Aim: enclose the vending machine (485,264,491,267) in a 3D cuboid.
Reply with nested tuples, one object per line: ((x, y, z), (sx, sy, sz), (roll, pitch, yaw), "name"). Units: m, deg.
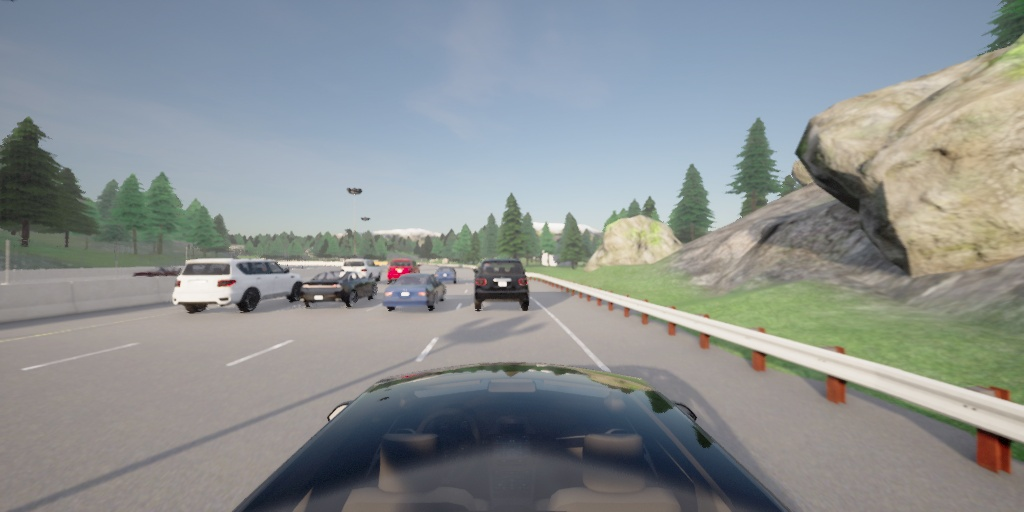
((-4.193, 1.612, 63.479), (1.100, 2.100, 0.880), (0, 0, -17), "vending machine")

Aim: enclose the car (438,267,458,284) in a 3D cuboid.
((-5.719, 1.618, 31.205), (2.033, 1.411, 5.357), (0, -1, -8), "car")

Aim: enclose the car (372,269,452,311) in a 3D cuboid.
((-4.005, 1.447, 15.397), (2.033, 1.411, 5.357), (0, -1, -4), "car")

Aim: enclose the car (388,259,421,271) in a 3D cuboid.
((-9.197, 1.293, 30.813), (2.150, 2.045, 5.566), (0, 0, -8), "car")

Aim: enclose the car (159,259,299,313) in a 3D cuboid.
((-10.995, 1.123, 15.014), (2.150, 2.045, 5.566), (0, 0, -4), "car")

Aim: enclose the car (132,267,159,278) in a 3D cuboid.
((-34.442, 1.728, 35.311), (1.895, 1.301, 4.718), (0, -1, -10), "car")

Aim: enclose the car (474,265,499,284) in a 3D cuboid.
((-2.408, 1.592, 32.683), (1.837, 1.490, 4.892), (0, 0, -9), "car")

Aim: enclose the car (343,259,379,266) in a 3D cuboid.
((-12.661, 1.289, 30.308), (2.150, 2.045, 5.566), (0, 0, -8), "car")

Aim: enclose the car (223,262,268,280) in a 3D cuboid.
((-28.267, 1.509, 38.234), (2.097, 1.767, 4.553), (0, -1, -10), "car")

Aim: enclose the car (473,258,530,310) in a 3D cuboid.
((-0.517, 1.126, 15.680), (2.150, 2.045, 5.566), (0, 0, -4), "car")

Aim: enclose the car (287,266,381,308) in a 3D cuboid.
((-7.575, 1.402, 16.135), (2.128, 1.511, 4.902), (0, 0, -4), "car")
